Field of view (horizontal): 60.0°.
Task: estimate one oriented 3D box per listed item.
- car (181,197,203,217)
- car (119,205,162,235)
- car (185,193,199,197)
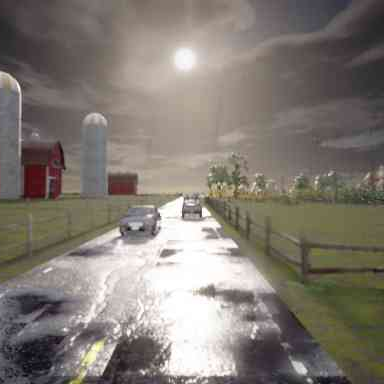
[{"bbox_3d":[0.004,1.469,30.590,2.128,1.511,4.902,0,0,0],"label":"car"},{"bbox_3d":[-2.750,1.493,18.593,2.128,1.511,4.902,0,0,0],"label":"car"},{"bbox_3d":[0.022,1.197,43.048,2.150,2.045,5.566,0,0,0],"label":"car"}]
